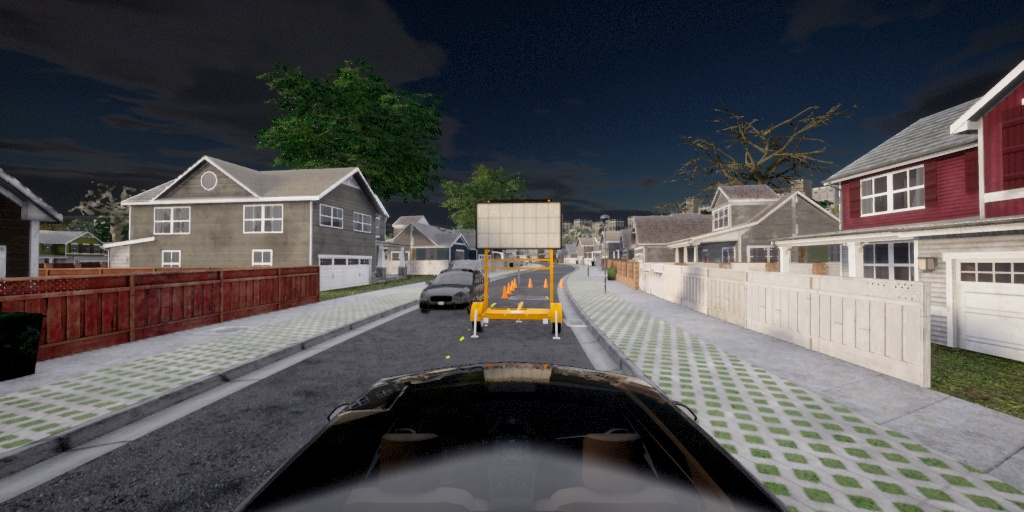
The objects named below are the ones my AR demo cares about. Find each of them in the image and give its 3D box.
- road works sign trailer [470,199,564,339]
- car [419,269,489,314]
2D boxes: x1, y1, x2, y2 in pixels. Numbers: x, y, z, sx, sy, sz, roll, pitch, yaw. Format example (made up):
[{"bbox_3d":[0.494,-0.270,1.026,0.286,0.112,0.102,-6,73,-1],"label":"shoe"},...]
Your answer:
[{"bbox_3d":[0.200,0.219,10.121,2.380,3.560,2.880,0,0,5],"label":"road works sign trailer"},{"bbox_3d":[-2.074,1.266,13.896,1.837,1.490,4.892,0,0,5],"label":"car"}]
